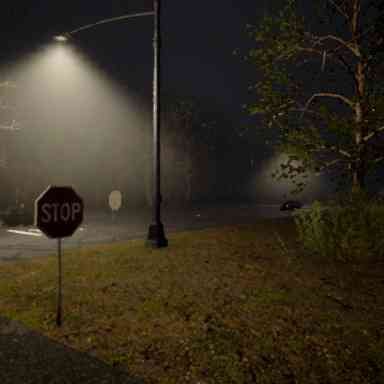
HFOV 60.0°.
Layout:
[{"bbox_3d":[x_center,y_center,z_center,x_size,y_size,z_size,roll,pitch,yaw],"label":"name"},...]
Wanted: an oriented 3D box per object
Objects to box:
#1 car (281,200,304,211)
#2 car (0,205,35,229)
[{"bbox_3d":[13.332,1.788,43.935,1.994,1.385,4.181,0,0,36],"label":"car"},{"bbox_3d":[-11.409,1.626,21.776,1.812,1.442,4.674,0,0,36],"label":"car"}]
